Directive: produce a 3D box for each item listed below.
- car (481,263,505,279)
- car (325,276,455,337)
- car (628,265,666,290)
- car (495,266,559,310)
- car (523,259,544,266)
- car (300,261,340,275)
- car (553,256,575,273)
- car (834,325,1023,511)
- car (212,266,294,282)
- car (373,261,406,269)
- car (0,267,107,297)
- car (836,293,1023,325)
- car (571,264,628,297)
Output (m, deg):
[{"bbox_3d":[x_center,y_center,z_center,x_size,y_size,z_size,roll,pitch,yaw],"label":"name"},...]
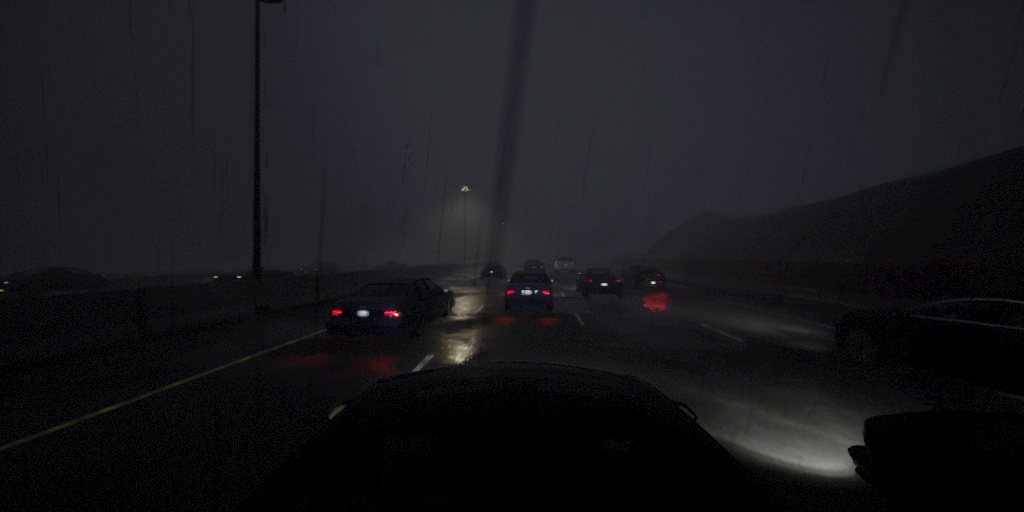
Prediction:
[{"bbox_3d":[-1.583,1.317,32.250,1.994,1.385,4.181,0,0,4],"label":"car"},{"bbox_3d":[-3.064,1.290,10.232,2.033,1.411,5.357,0,0,3],"label":"car"},{"bbox_3d":[8.312,1.285,23.083,1.837,1.490,4.892,0,0,4],"label":"car"},{"bbox_3d":[0.731,1.303,14.813,2.033,1.411,5.357,0,0,4],"label":"car"},{"bbox_3d":[2.198,1.117,36.222,2.097,1.767,4.553,0,0,4],"label":"car"},{"bbox_3d":[-19.057,1.228,35.838,1.812,1.442,4.674,0,0,4],"label":"car"},{"bbox_3d":[6.103,0.999,41.940,2.150,2.045,5.566,0,0,4],"label":"car"},{"bbox_3d":[3.615,1.307,0.340,2.033,1.411,5.357,0,0,0],"label":"car"},{"bbox_3d":[-16.454,1.307,23.051,1.895,1.301,4.718,0,0,4],"label":"car"},{"bbox_3d":[-12.065,1.214,35.533,2.128,1.511,4.902,0,0,4],"label":"car"},{"bbox_3d":[-23.795,1.248,18.332,1.994,1.385,4.181,0,0,4],"label":"car"},{"bbox_3d":[7.242,1.264,5.063,2.128,1.511,4.902,0,0,1],"label":"car"},{"bbox_3d":[4.541,1.332,19.142,1.994,1.385,4.181,0,0,4],"label":"car"}]
